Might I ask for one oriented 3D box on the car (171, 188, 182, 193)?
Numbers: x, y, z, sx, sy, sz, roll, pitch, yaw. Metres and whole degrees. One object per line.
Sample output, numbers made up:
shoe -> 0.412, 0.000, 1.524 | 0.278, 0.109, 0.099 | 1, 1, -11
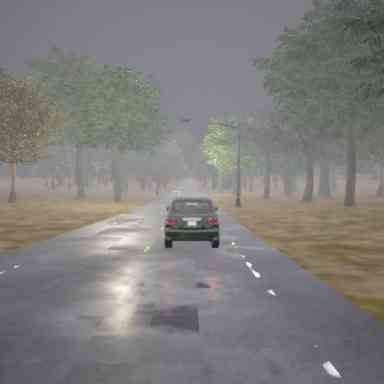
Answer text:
car -> -3.499, 0.117, 75.913 | 2.150, 2.045, 5.566 | 0, 2, 0

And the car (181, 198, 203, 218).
car -> 0.000, 1.357, 29.653 | 1.812, 1.442, 4.674 | 0, 1, 0

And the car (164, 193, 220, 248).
car -> 0.001, 1.211, 14.680 | 2.150, 2.045, 5.566 | 0, 0, 0
